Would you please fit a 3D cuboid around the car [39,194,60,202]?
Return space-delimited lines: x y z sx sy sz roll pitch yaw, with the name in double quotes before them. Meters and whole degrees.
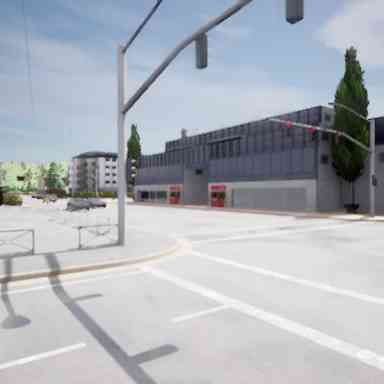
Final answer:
"car" -22.020 1.097 51.874 1.882 1.535 5.008 0 0 -34

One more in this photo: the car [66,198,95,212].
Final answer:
"car" -13.265 1.471 38.615 1.837 1.490 4.892 0 0 -34

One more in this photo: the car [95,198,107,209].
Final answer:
"car" -13.158 1.503 44.770 2.033 1.411 5.357 0 0 -34
